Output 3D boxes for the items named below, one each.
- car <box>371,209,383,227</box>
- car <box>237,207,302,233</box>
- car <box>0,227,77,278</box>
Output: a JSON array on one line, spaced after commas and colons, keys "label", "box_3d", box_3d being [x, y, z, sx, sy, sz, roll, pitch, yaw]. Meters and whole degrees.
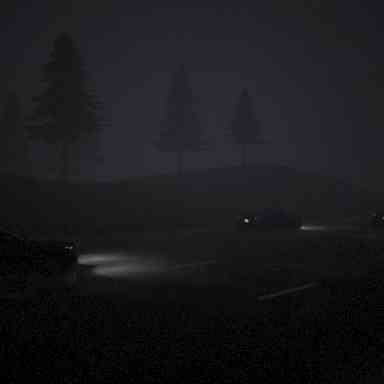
[{"label": "car", "box_3d": [13.837, 1.624, 22.210, 4.181, 1.385, 1.994, 0, 0, -36]}, {"label": "car", "box_3d": [4.726, 1.603, 20.012, 4.181, 1.385, 1.994, 0, 0, -35]}, {"label": "car", "box_3d": [-5.384, 1.528, 8.503, 4.674, 1.442, 1.812, 0, 0, -36]}]
